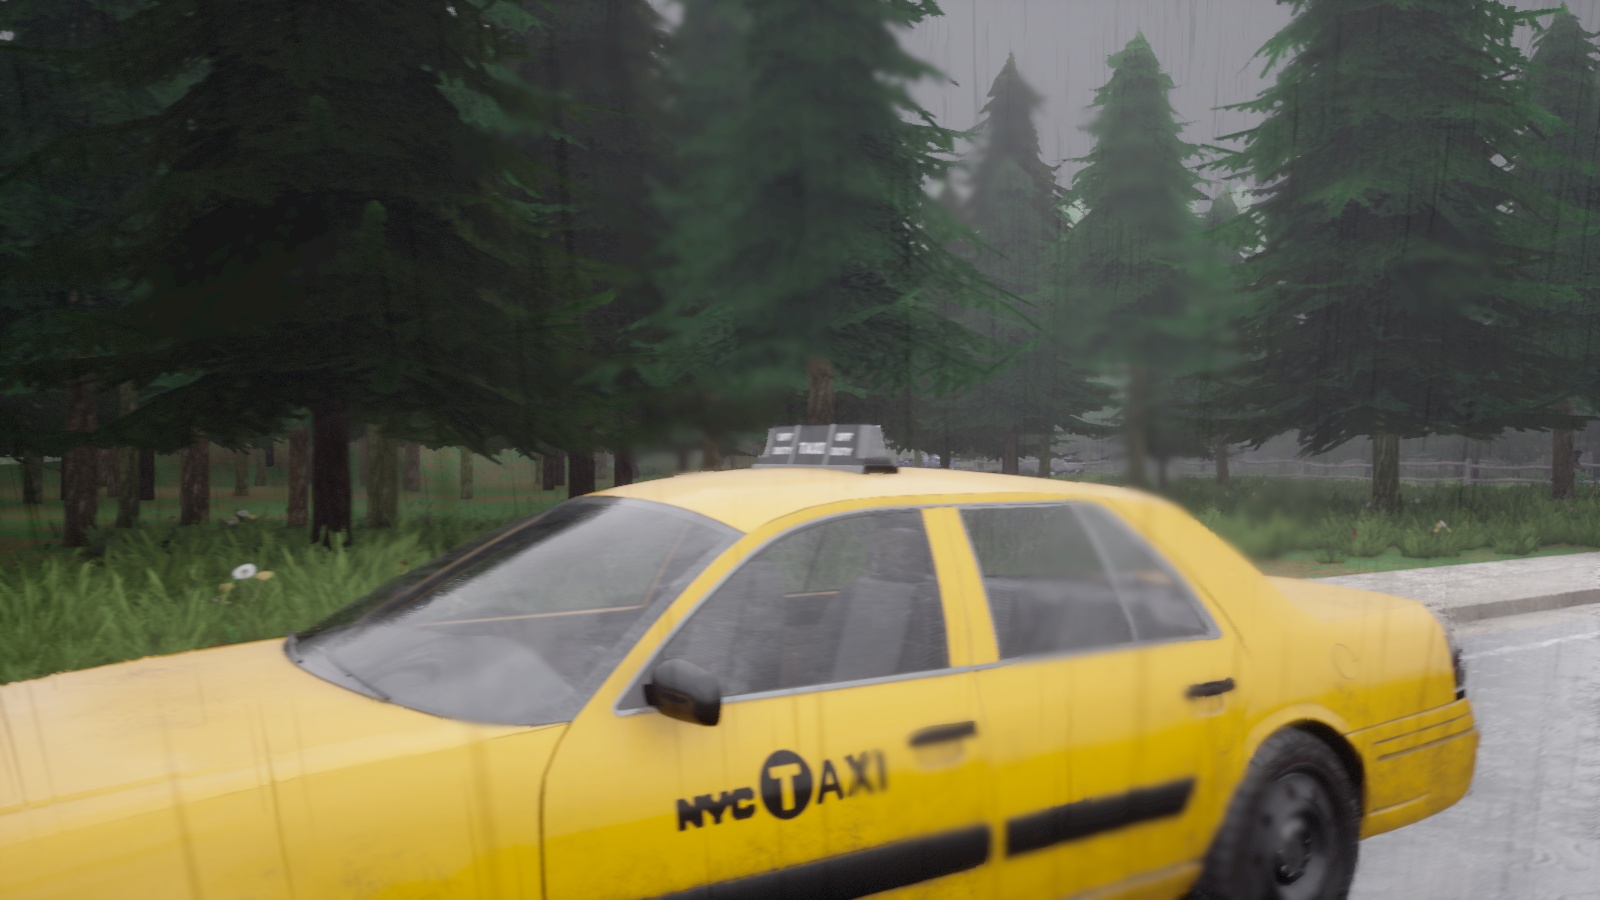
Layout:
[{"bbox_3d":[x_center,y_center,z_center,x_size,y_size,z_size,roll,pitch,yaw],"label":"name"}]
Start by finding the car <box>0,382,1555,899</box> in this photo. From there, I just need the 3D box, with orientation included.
[{"bbox_3d":[-0.052,0.693,3.630,5.366,1.575,1.801,0,0,-35],"label":"car"}]

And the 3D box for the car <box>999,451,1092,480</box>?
[{"bbox_3d":[13.270,0.814,68.251,2.128,1.511,4.902,0,0,-34],"label":"car"}]

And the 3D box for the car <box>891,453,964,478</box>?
[{"bbox_3d":[7.724,0.916,76.520,1.812,1.442,4.674,0,0,-34],"label":"car"}]
